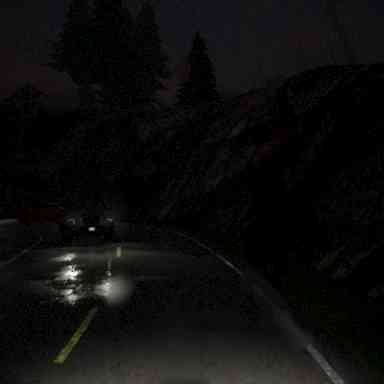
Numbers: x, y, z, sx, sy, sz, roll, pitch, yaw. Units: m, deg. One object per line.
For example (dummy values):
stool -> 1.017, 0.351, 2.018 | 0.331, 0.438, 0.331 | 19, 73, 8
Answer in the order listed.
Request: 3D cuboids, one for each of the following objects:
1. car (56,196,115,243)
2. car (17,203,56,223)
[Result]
car -> -5.478, 1.258, 16.897 | 2.150, 2.045, 5.566 | 0, 0, -25
car -> -10.627, 1.530, 24.826 | 5.008, 1.535, 1.882 | 0, 0, 16
